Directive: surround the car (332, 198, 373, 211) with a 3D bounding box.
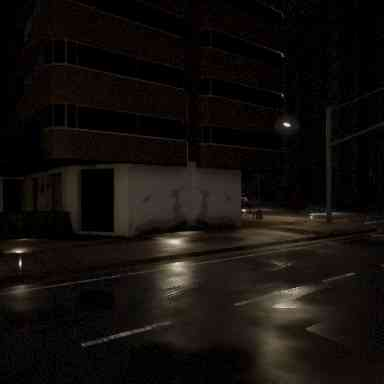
[{"bbox_3d":[19.123,1.491,40.044,2.128,1.511,4.902,0,0,-35],"label":"car"}]

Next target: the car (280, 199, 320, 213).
[{"bbox_3d":[12.115,1.526,37.590,1.812,1.442,4.674,0,0,-36],"label":"car"}]

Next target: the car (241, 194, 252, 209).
[{"bbox_3d":[6.121,1.478,45.861,1.882,1.535,5.008,0,0,-35],"label":"car"}]
